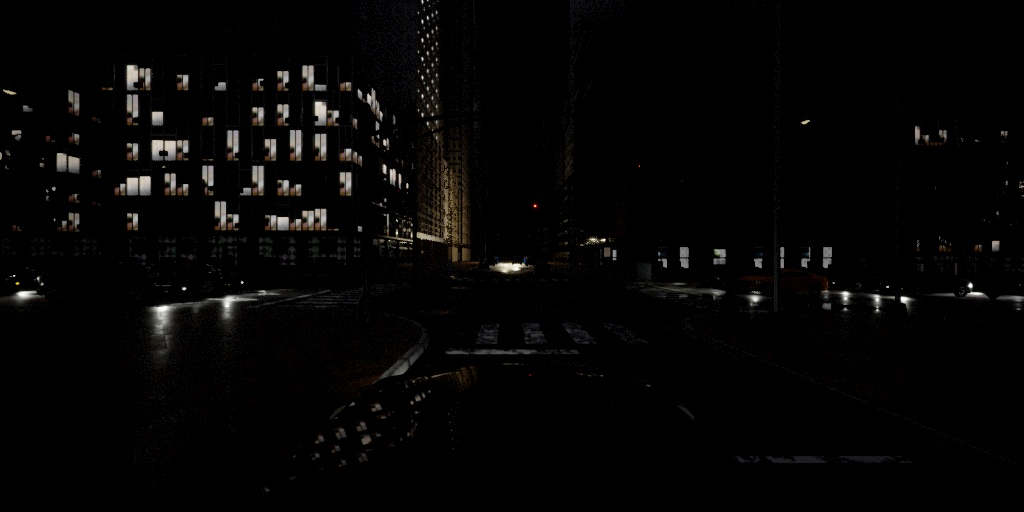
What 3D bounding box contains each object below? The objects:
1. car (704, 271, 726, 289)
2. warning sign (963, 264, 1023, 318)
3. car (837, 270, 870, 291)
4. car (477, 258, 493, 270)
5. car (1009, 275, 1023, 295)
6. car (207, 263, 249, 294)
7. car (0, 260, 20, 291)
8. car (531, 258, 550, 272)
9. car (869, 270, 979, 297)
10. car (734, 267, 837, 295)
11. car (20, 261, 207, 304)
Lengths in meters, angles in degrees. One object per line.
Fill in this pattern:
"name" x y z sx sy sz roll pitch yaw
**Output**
"car" 16.320 1.546 25.529 5.008 1.535 1.882 1 0 -3
"warning sign" 17.261 1.204 12.860 1.060 1.860 1.300 0 0 -3
"car" 25.617 1.740 25.971 4.892 1.490 1.837 1 0 -3
"car" -4.087 1.342 52.129 1.802 1.307 4.207 0 0 0
"car" 35.915 2.021 23.201 4.718 1.301 1.895 1 0 -3
"car" -15.525 0.995 17.306 4.892 1.490 1.837 1 0 -3
"car" -24.430 0.891 16.886 4.181 1.385 1.994 1 0 -3
"car" 3.873 1.329 46.646 1.948 1.339 4.313 0 0 0
"car" 26.129 1.750 22.743 4.892 1.490 1.837 1 0 -3
"car" 16.729 1.554 22.295 5.008 1.535 1.882 1 0 -3
"car" -15.373 0.998 14.059 4.892 1.490 1.837 1 0 -3
